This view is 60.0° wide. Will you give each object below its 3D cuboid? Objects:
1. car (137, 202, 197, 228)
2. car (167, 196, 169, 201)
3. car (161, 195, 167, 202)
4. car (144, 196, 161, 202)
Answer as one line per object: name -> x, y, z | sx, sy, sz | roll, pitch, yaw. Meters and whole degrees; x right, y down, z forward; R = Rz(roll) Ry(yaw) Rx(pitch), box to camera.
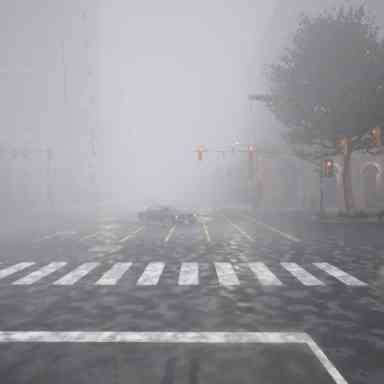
car -> -1.772, 1.596, 22.581 | 1.895, 1.301, 4.718 | 0, 0, -40
car -> -6.476, 1.461, 76.724 | 1.882, 1.535, 5.008 | 0, 0, 1
car -> -6.673, 1.511, 65.856 | 1.812, 1.442, 4.674 | 0, 0, 1
car -> -6.825, 1.465, 55.539 | 1.882, 1.535, 5.008 | 0, 0, 0
